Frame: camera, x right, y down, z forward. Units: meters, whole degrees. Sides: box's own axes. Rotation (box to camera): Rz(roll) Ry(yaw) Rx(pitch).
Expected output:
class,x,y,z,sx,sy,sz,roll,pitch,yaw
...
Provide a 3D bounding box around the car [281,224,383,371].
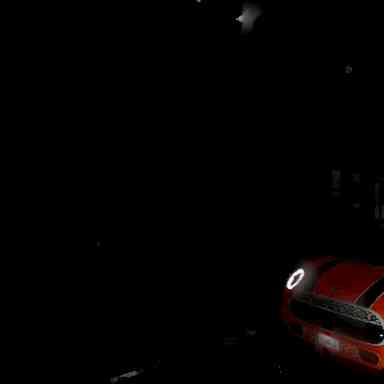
class,x,y,z,sx,sy,sz,roll,pitch,yaw
car,3.601,1.356,5.631,4.553,1.767,2.097,0,0,-35
